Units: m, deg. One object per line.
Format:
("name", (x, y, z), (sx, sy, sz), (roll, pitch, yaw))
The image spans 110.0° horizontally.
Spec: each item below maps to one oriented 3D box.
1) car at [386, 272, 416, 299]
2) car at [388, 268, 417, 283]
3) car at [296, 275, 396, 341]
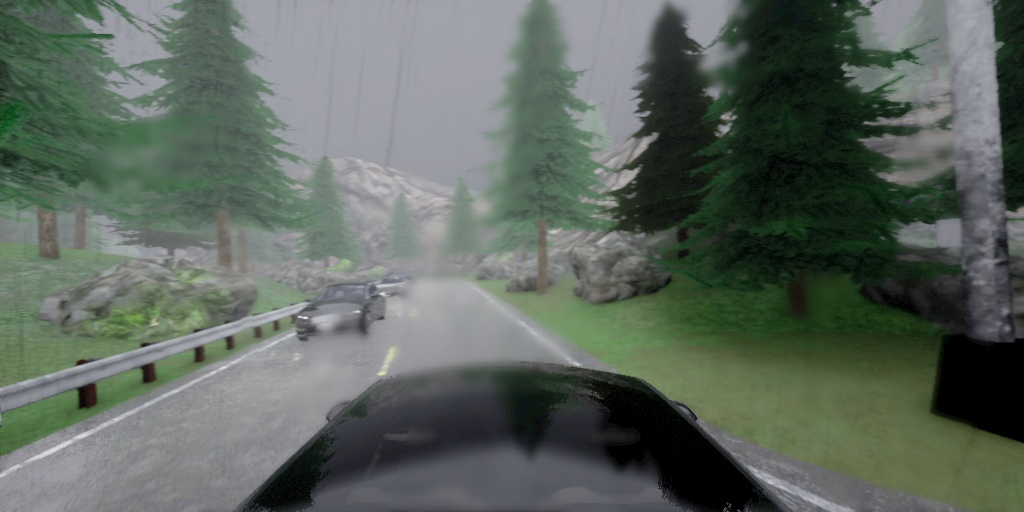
("car", (-7.299, 1.925, 22.145), (1.895, 1.301, 4.718), (-3, 0, -11))
("car", (-10.876, 1.973, 34.889), (2.097, 1.767, 4.553), (-3, 0, -33))
("car", (-5.312, 1.623, 11.687), (2.128, 1.511, 4.902), (-3, 0, -11))
